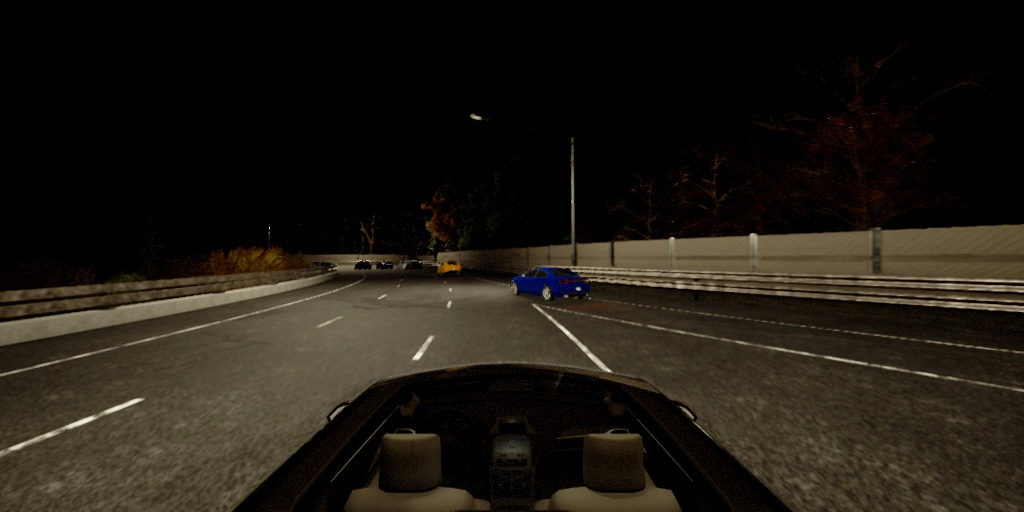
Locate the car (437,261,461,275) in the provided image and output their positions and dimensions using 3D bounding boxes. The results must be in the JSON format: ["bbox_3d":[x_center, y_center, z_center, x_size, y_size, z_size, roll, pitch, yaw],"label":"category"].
[{"bbox_3d":[-7.176,1.326,40.519,1.882,1.535,5.008,-1,-3,-23],"label":"car"}]

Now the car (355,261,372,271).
[{"bbox_3d":[-24.994,1.623,60.193,1.882,1.535,5.008,0,0,-36],"label":"car"}]

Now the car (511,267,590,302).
[{"bbox_3d":[1.706,1.286,17.648,1.882,1.535,5.008,0,0,-28],"label":"car"}]

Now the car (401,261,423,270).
[{"bbox_3d":[-16.243,1.640,59.290,2.033,1.411,5.357,0,0,-29],"label":"car"}]
